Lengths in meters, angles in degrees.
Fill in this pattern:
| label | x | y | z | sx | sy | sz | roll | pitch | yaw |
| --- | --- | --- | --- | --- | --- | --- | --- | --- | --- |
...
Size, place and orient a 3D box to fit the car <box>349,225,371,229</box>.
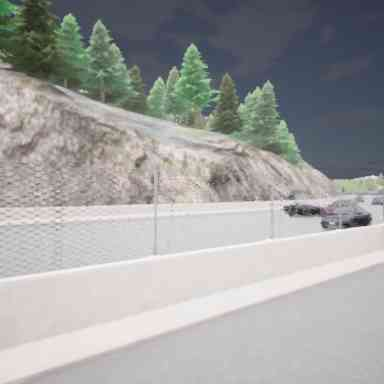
| label | x | y | z | sx | sy | sz | roll | pitch | yaw |
| --- | --- | --- | --- | --- | --- | --- | --- | --- | --- |
| car | 10.159 | 1.629 | 21.596 | 4.674 | 1.442 | 1.812 | 0 | 0 | -43 |
